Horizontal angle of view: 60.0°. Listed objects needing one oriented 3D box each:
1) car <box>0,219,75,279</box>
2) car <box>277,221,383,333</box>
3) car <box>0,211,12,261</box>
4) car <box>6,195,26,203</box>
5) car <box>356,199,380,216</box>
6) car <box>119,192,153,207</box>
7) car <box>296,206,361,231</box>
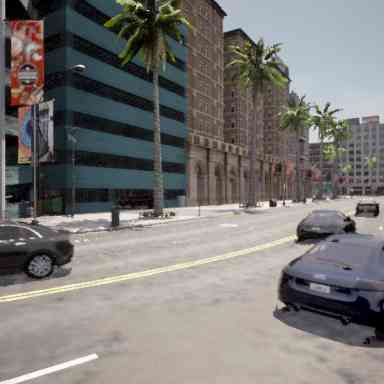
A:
[{"bbox_3d":[-5.512,1.495,8.354,4.892,1.490,1.837,0,1,-38],"label":"car"},{"bbox_3d":[3.559,1.562,6.908,4.181,1.385,1.994,0,0,-44],"label":"car"},{"bbox_3d":[-8.566,1.478,10.425,4.902,1.511,2.128,0,0,-36],"label":"car"},{"bbox_3d":[-33.416,1.341,61.943,2.161,1.482,4.786,0,0,32],"label":"car"},{"bbox_3d":[17.251,1.477,32.611,2.128,1.511,4.902,0,0,32],"label":"car"},{"bbox_3d":[-7.688,0.987,46.314,2.435,2.045,5.566,0,0,32],"label":"car"},{"bbox_3d":[6.513,1.556,15.956,1.994,1.385,4.181,0,0,35],"label":"car"}]
